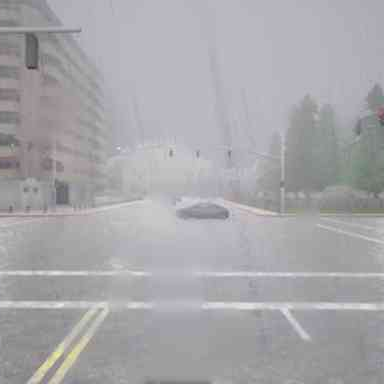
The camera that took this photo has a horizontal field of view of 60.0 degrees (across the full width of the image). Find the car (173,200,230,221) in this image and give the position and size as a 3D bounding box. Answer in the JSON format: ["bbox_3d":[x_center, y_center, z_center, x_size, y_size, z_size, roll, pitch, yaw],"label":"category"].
[{"bbox_3d":[0.858,1.519,26.120,4.181,1.385,1.994,0,0,0],"label":"car"}]

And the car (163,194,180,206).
[{"bbox_3d":[-3.539,1.438,52.945,2.128,1.511,4.902,0,0,0],"label":"car"}]

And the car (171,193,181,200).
[{"bbox_3d":[-3.464,1.150,68.508,2.150,2.045,5.566,0,0,0],"label":"car"}]
